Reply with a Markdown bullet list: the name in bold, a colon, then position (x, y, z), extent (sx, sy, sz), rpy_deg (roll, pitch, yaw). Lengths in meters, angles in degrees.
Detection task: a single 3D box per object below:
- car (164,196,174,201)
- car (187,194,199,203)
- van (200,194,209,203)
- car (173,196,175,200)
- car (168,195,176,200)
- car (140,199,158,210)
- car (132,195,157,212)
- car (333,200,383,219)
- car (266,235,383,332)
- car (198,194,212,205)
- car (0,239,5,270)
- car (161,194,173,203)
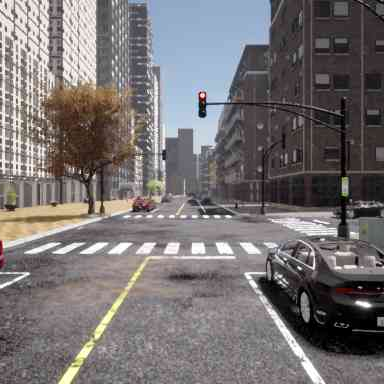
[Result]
- **car**: position (-5.729, 1.632, 83.333), extent (2.008, 1.369, 4.403), rpy_deg (0, 0, 0)
- **car**: position (-0.032, 1.656, 68.920), extent (1.895, 1.301, 4.718), rpy_deg (0, 0, 0)
- **van**: position (2.656, 1.402, 72.292), extent (1.690, 1.788, 3.998), rpy_deg (0, 0, 0)
- **car**: position (-5.727, 1.385, 77.810), extent (2.192, 1.841, 5.009), rpy_deg (0, 0, 0)
- **car**: position (-5.734, 1.654, 94.379), extent (2.008, 1.369, 4.403), rpy_deg (0, 0, 0)
- **car**: position (-5.712, 1.592, 44.673), extent (1.947, 1.339, 4.313), rpy_deg (0, 0, 0)
- **car**: position (-5.709, 1.336, 39.150), extent (2.192, 1.841, 5.009), rpy_deg (0, 0, 0)
- **car**: position (13.414, 1.350, 26.177), extent (4.403, 1.369, 2.008), rpy_deg (-1, 1, -1)
- **car**: position (2.686, 1.551, 6.766), extent (2.008, 1.369, 4.403), rpy_deg (0, 0, 0)
- **car**: position (2.662, 1.610, 61.245), extent (1.947, 1.339, 4.313), rpy_deg (0, 0, 0)
- **car**: position (-5.694, 1.545, 6.762), extent (1.887, 1.381, 4.507), rpy_deg (0, 0, 0)
- **car**: position (-5.724, 1.627, 72.288), extent (1.947, 1.339, 4.313), rpy_deg (0, 0, 0)
